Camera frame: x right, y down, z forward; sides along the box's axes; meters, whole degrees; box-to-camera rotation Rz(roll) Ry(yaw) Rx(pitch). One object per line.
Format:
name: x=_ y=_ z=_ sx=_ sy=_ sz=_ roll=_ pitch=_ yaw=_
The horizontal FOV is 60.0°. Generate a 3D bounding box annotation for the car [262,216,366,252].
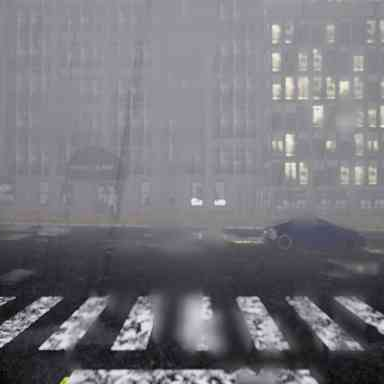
car: x=5.185 y=1.752 z=14.469 sx=4.181 sy=1.385 sz=1.994 roll=1 pitch=-1 yaw=1
